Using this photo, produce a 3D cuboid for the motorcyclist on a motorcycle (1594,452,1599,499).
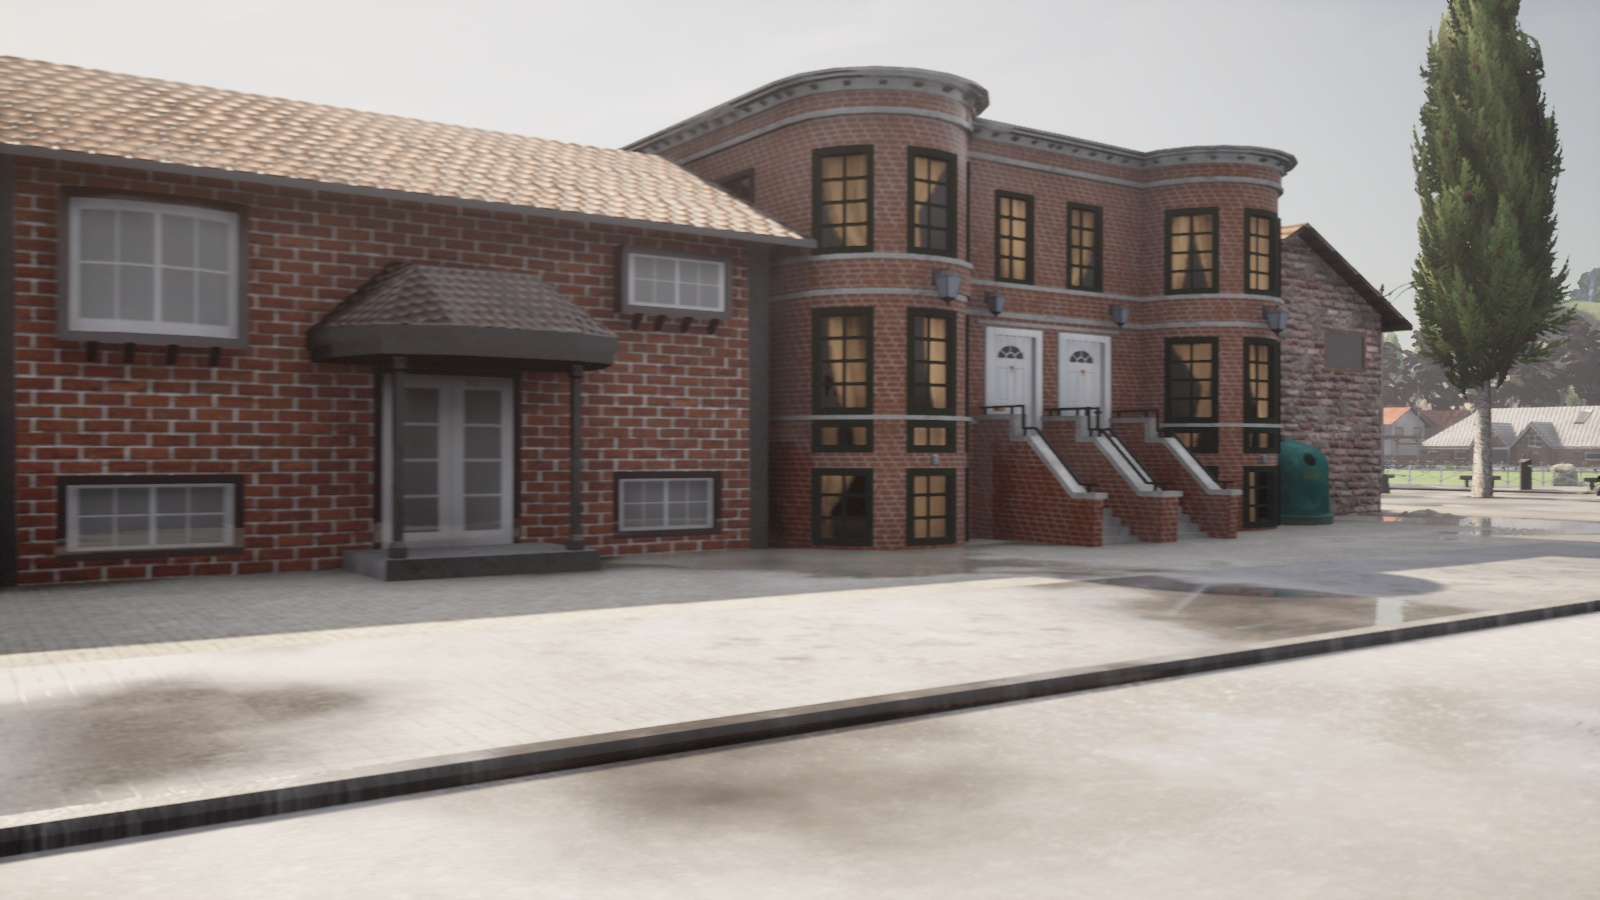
[{"bbox_3d":[26.666,0.821,39.946,0.866,1.530,2.191,0,0,-35],"label":"motorcyclist on a motorcycle"}]
